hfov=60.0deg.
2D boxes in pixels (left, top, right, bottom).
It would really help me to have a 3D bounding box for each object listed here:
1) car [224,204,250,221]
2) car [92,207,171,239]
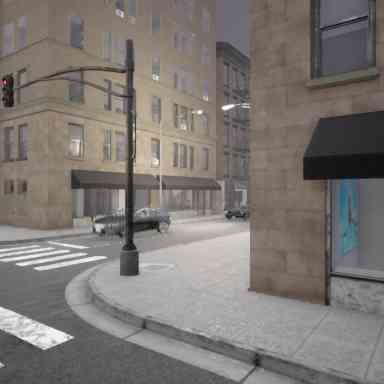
[{"bbox_3d":[4.686,1.769,29.067,1.895,1.301,4.718,0,0,35],"label":"car"},{"bbox_3d":[-3.122,1.580,18.031,2.128,1.511,4.902,0,0,35],"label":"car"}]
